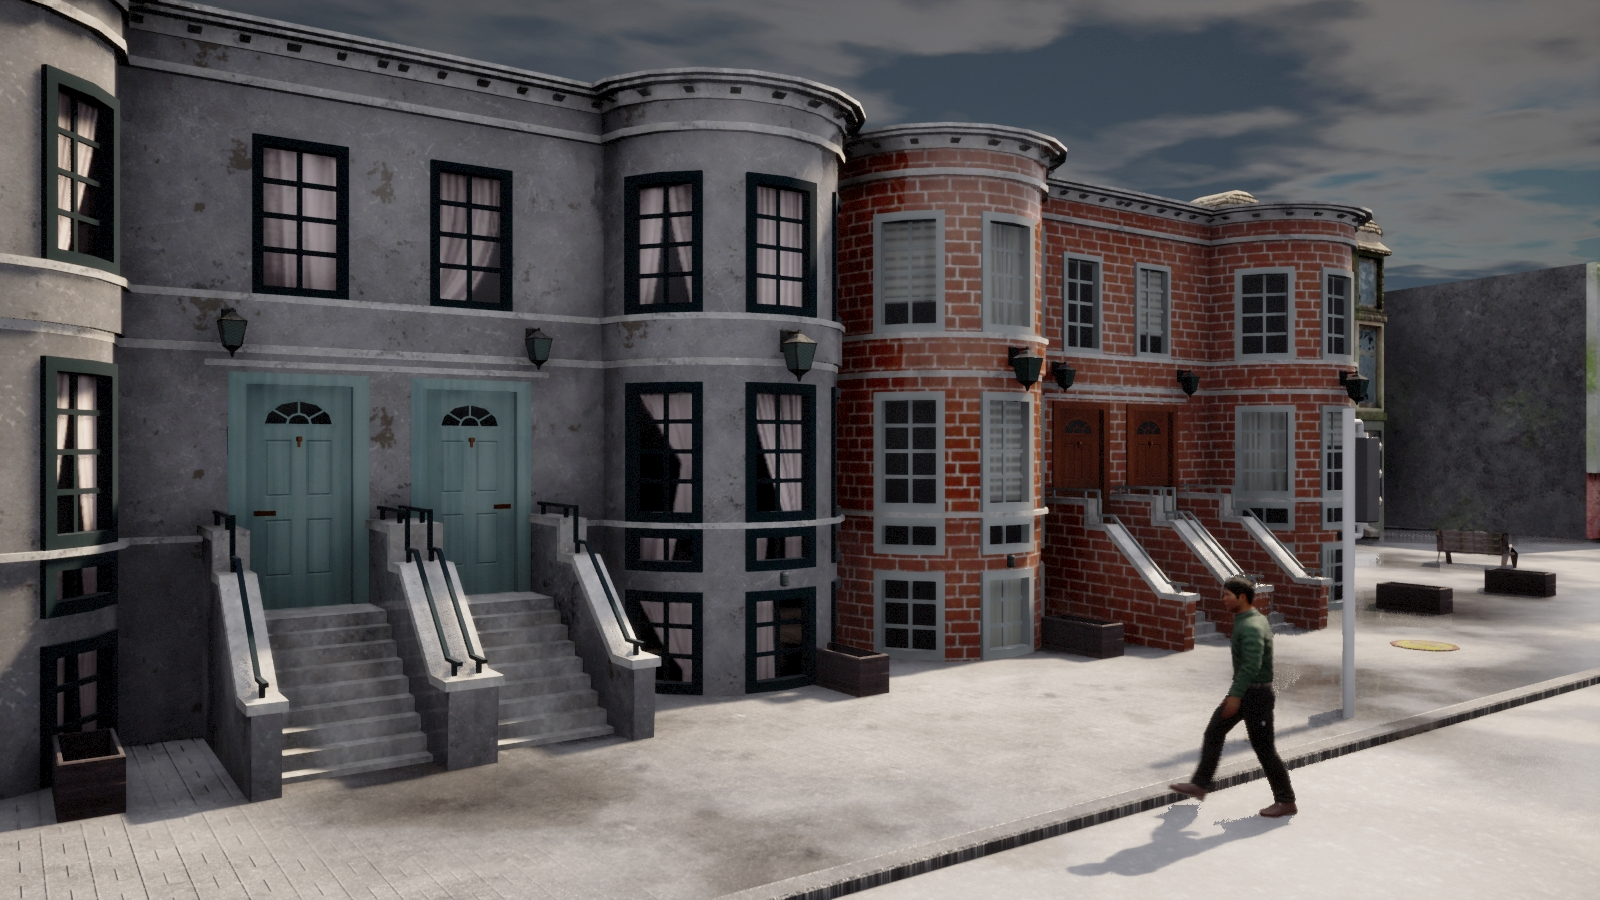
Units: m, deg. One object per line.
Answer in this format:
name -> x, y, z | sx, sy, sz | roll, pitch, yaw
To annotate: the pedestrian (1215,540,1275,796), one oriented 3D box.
pedestrian -> 3.371, 1.629, 8.675 | 0.375, 1.860, 0.375 | 0, 0, 13
